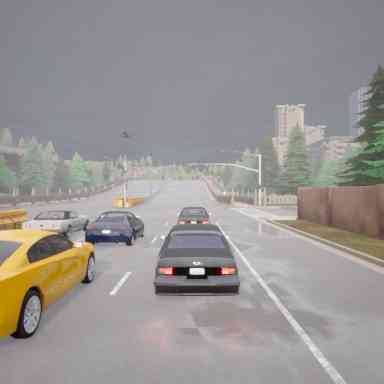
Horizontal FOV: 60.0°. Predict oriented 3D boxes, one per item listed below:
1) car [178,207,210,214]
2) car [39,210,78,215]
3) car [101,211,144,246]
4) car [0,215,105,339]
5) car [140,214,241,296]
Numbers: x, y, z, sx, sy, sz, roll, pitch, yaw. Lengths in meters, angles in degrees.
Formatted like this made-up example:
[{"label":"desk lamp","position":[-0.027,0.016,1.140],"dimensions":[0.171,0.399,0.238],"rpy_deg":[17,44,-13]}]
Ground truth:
[{"label":"car","position":[0.106,1.547,18.872],"dimensions":[2.033,1.411,5.357],"rpy_deg":[0,0,1]},{"label":"car","position":[-6.916,1.601,17.582],"dimensions":[1.895,1.301,4.718],"rpy_deg":[0,0,0]},{"label":"car","position":[-3.419,1.564,15.353],"dimensions":[1.994,1.385,4.181],"rpy_deg":[0,0,0]},{"label":"car","position":[-3.406,1.478,6.596],"dimensions":[1.882,1.535,5.008],"rpy_deg":[0,0,0]},{"label":"car","position":[0.092,1.547,8.806],"dimensions":[2.033,1.411,5.357],"rpy_deg":[0,0,0]}]
